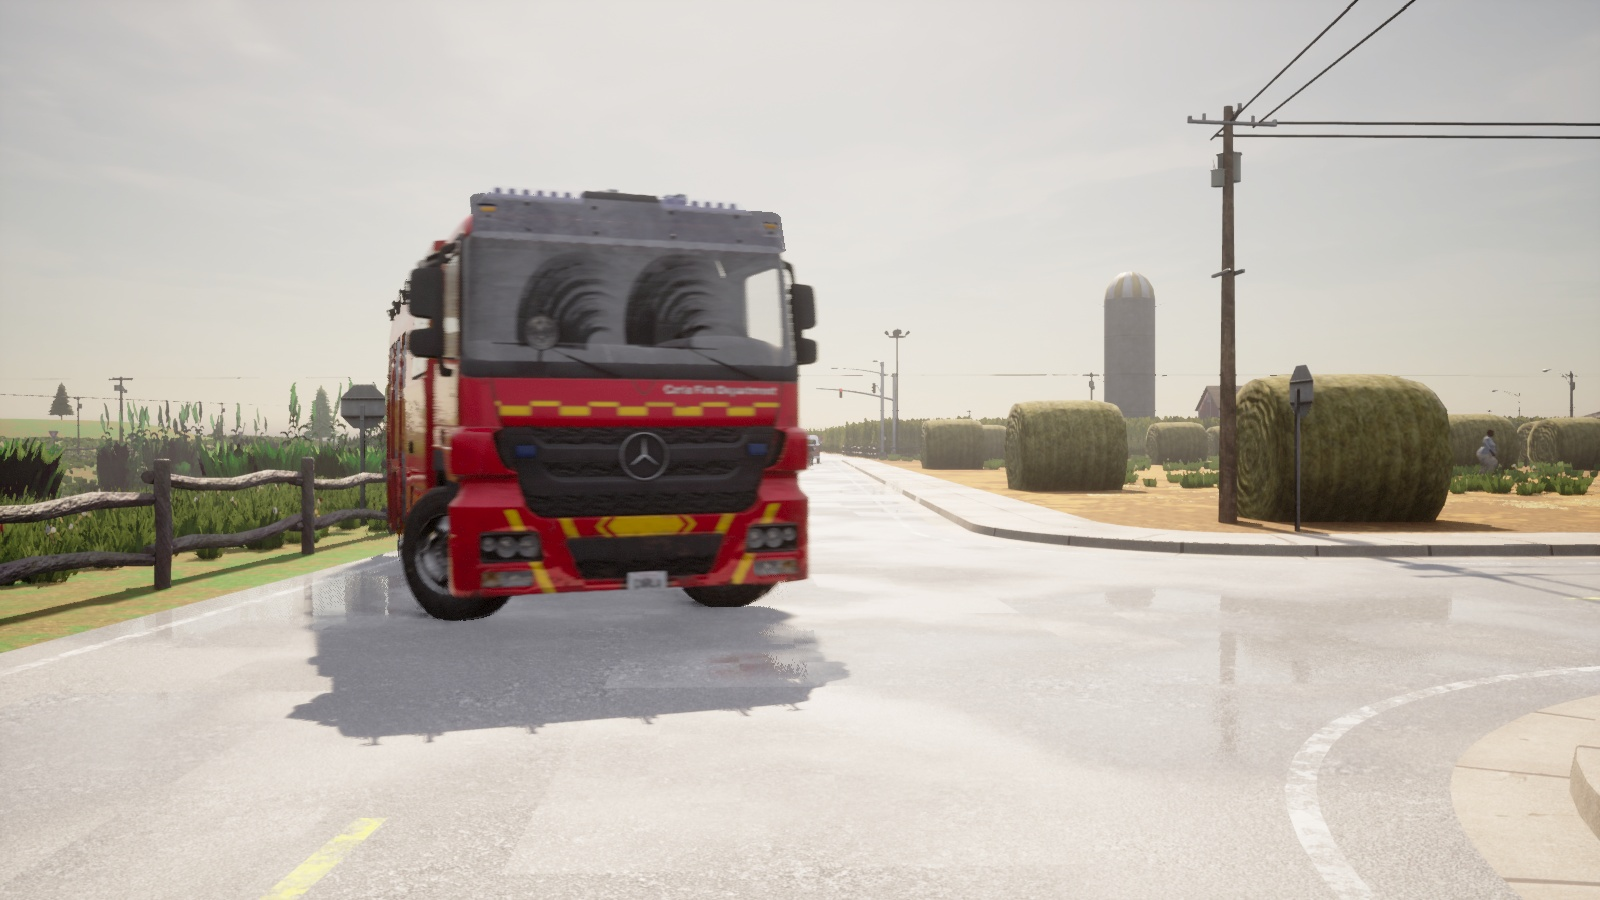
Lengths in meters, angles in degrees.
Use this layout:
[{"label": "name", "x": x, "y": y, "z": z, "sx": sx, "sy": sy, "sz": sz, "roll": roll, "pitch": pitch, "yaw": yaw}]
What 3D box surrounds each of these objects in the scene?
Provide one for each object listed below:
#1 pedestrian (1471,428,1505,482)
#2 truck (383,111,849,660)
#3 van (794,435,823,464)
[{"label": "pedestrian", "x": 24.071, "y": 0.178, "z": 43.918, "sx": 0.900, "sy": 1.855, "sz": 0.874, "roll": 0, "pitch": 0, "yaw": 39}, {"label": "truck", "x": -2.559, "y": -0.488, "z": 13.220, "sx": 2.891, "sy": 3.827, "sz": 8.468, "roll": 0, "pitch": 1, "yaw": -22}, {"label": "van", "x": 0.589, "y": -0.048, "z": 91.887, "sx": 2.069, "sy": 2.038, "sz": 4.480, "roll": 0, "pitch": 0, "yaw": 0}]
